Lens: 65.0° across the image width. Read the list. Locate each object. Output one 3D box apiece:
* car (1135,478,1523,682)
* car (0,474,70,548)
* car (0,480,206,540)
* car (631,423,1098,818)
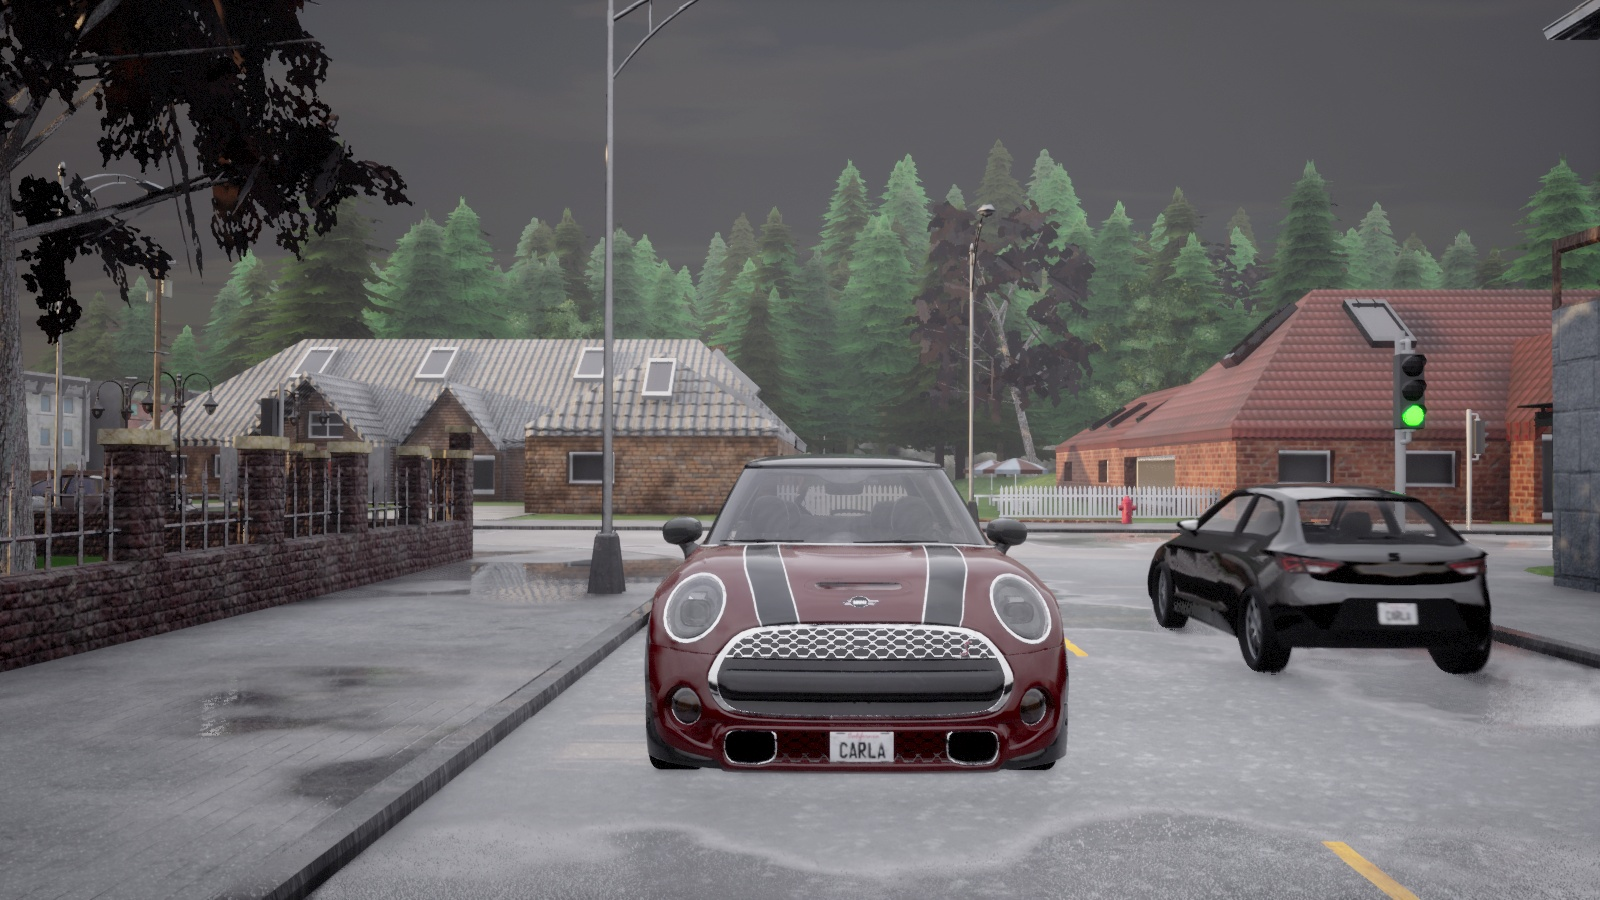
[{"bbox_3d":[4.437,1.000,11.313,1.816,1.474,4.193,0,-1,2],"label":"car"},{"bbox_3d":[-18.574,1.289,27.041,4.514,1.525,2.007,0,-1,0],"label":"car"},{"bbox_3d":[-17.798,1.453,31.004,5.357,1.411,2.033,0,-1,4],"label":"car"},{"bbox_3d":[0.271,0.805,7.943,2.097,1.767,4.553,0,-1,0],"label":"car"}]
